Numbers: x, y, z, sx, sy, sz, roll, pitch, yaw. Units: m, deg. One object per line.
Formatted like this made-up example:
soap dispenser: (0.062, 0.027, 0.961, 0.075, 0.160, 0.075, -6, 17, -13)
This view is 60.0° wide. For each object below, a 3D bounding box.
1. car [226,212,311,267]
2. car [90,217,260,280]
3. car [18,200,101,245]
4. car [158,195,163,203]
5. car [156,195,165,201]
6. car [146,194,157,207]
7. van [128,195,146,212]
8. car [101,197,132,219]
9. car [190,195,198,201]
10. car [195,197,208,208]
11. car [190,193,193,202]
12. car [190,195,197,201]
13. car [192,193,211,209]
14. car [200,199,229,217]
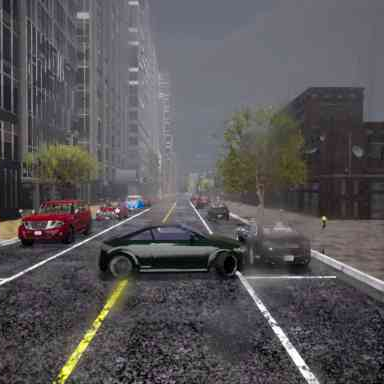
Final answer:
car: (2.548, 1.548, 11.148, 2.008, 1.369, 4.403, -1, 0, -2)
car: (-0.469, 1.557, 9.427, 4.181, 1.385, 1.994, 0, 0, -4)
car: (-6.192, 1.310, 15.734, 2.192, 1.841, 5.009, -1, 0, -2)
car: (-7.423, 1.522, 66.260, 1.887, 1.381, 4.507, -1, 0, -2)
car: (-7.858, 1.497, 82.688, 1.752, 1.417, 4.829, -1, 0, -2)
car: (-6.987, 1.299, 49.661, 2.192, 1.841, 5.009, -1, 0, -2)
van: (-6.694, 1.329, 38.595, 1.690, 1.788, 3.998, -1, 0, -2)
car: (-6.392, 1.432, 26.802, 1.967, 1.590, 4.097, -1, 0, -2)
car: (0.516, 1.537, 83.068, 1.947, 1.339, 4.313, -1, 0, -2)
car: (1.389, 1.509, 50.042, 1.752, 1.417, 4.829, -1, 0, -2)
car: (0.805, 1.291, 72.003, 2.192, 1.841, 5.009, -1, 0, -2)
car: (0.370, 1.551, 88.600, 1.802, 1.307, 4.206, -1, 0, -2)
car: (1.537, 1.301, 44.340, 2.192, 1.841, 5.009, -1, 0, -2)
car: (2.011, 1.543, 27.007, 2.008, 1.369, 4.403, -1, 0, -1)
